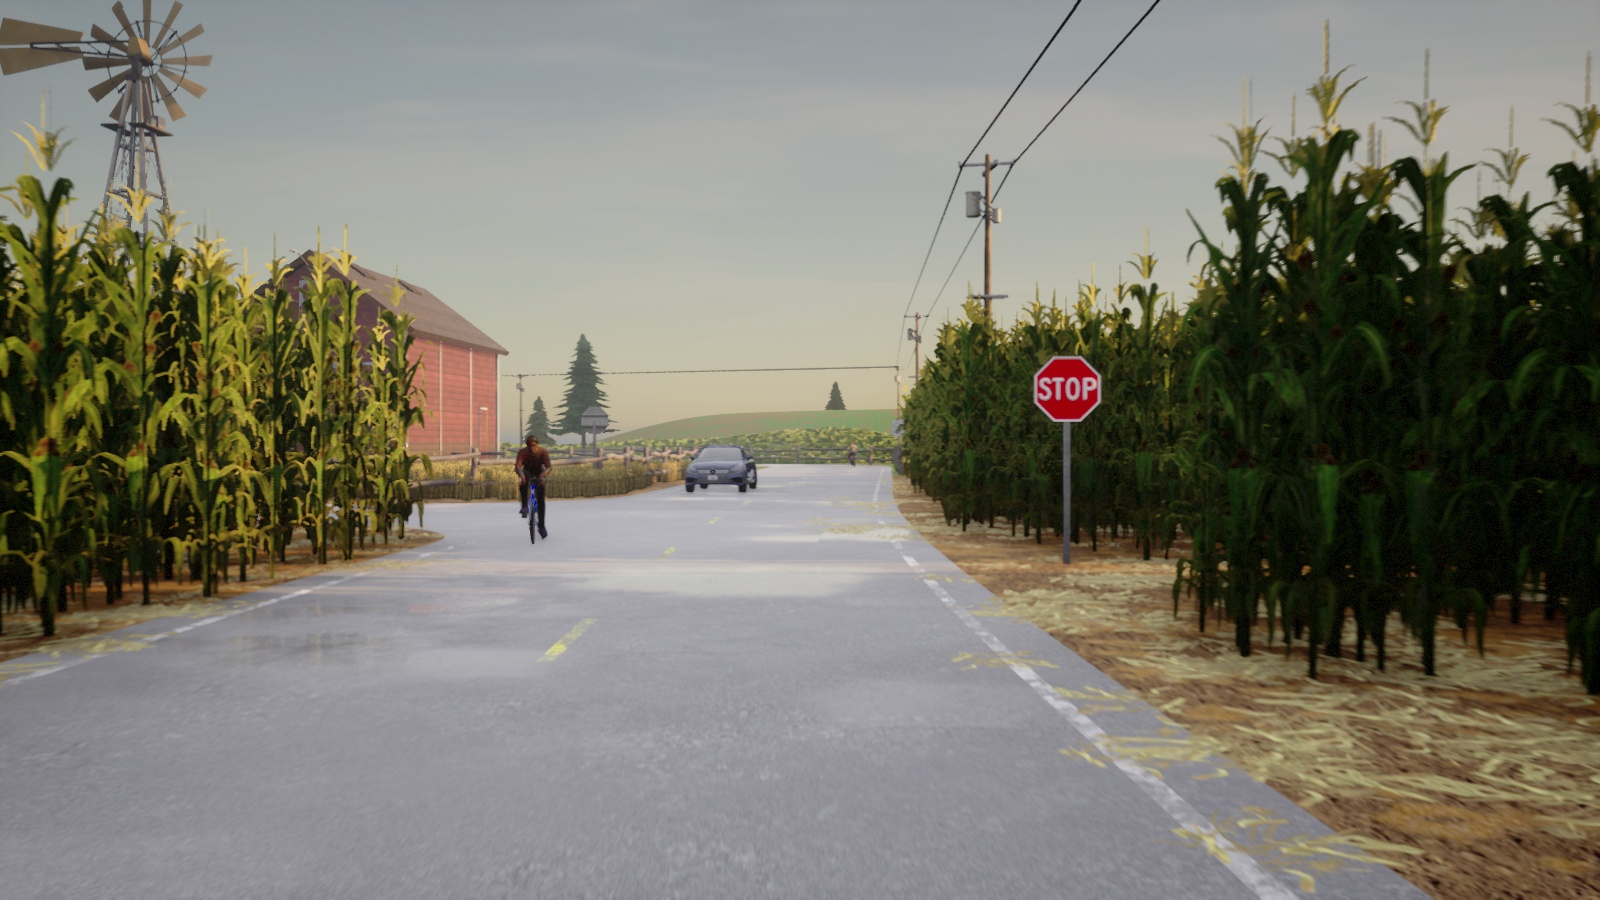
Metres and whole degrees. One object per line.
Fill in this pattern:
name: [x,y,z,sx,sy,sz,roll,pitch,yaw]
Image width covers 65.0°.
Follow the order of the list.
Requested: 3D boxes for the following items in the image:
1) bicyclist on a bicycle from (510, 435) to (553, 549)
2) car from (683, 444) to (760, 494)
bicyclist on a bicycle: [-3.984,0.592,18.704,0.582,1.620,1.656,0,1,-11]
car: [-2.383,0.550,39.304,1.812,1.442,4.674,0,0,4]
